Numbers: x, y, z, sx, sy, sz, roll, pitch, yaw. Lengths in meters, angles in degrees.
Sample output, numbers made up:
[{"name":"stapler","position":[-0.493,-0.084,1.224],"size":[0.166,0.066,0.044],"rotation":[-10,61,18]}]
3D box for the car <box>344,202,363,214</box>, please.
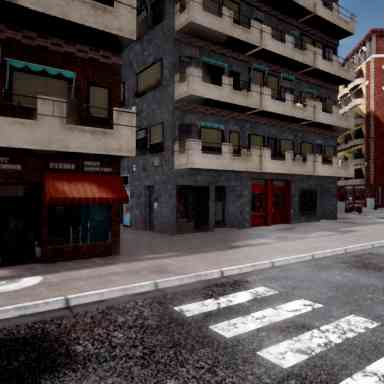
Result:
[{"name":"car","position":[17.814,1.789,38.249],"size":[1.895,1.301,4.718],"rotation":[0,0,5]}]
